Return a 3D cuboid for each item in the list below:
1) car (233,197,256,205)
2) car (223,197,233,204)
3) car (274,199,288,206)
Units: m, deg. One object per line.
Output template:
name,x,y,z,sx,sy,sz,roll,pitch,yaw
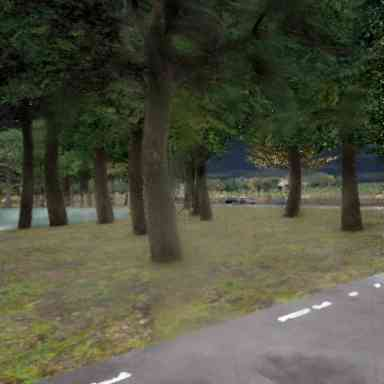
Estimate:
car,11.089,2.002,68.282,1.994,1.385,4.181,-2,0,-35
car,9.036,1.903,75.941,2.097,1.767,4.553,-2,0,-35
car,17.693,1.944,63.709,1.994,1.385,4.181,-2,0,-35
